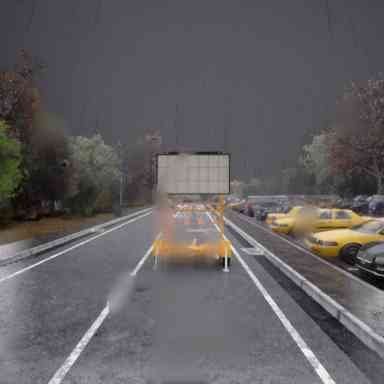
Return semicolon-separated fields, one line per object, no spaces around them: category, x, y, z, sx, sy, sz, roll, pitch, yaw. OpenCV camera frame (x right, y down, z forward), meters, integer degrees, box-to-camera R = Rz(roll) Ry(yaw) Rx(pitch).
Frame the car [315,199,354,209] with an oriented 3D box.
car;20.244;1.684;47.419;4.674;1.452;2.002;0;0;0

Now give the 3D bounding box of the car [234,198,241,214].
car;7.032;1.606;33.617;4.792;1.488;2.163;0;0;0

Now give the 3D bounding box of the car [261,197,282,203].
car;20.516;2.147;86.177;5.008;1.535;2.097;0;-1;0

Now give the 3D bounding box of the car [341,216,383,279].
car;6.888;1.554;8.643;4.892;1.521;2.231;0;0;0

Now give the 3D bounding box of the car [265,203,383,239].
car;6.757;1.524;17.093;5.366;1.575;1.946;0;0;0

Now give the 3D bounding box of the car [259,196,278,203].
car;20.508;2.078;88.825;4.553;1.767;2.185;0;-1;0

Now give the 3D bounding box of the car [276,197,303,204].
car;20.405;1.788;69.435;5.008;1.535;2.097;0;-1;0

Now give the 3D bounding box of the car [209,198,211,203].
car;7.427;2.096;83.563;5.008;1.535;2.097;0;-1;0

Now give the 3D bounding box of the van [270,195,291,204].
van;20.577;1.740;77.747;4.442;1.987;1.878;0;-1;0

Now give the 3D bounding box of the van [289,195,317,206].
van;20.458;1.492;61.270;4.442;1.987;1.878;0;0;0

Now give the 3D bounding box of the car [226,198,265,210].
car;7.148;1.637;44.721;4.892;1.521;2.231;0;0;0

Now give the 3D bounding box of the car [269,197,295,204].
car;20.255;1.904;74.974;5.366;1.575;1.946;0;-1;0

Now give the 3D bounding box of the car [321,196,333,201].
car;20.215;1.628;44.524;5.008;1.535;2.097;0;0;0

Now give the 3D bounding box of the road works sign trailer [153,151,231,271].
road works sign trailer;0.052;0.483;10.952;2.380;3.560;2.880;0;0;3

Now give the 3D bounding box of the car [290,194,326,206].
car;20.293;1.452;58.501;5.566;2.045;2.435;0;0;0

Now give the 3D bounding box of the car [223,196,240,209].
car;6.936;1.618;41.946;5.366;1.575;1.946;0;0;0

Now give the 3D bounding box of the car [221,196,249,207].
car;7.190;1.570;55.826;4.553;1.767;2.185;0;0;0

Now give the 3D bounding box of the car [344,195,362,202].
car;20.132;1.333;36.215;5.566;2.045;2.435;0;0;0

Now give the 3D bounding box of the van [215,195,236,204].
van;7.225;1.632;72.467;4.442;1.987;1.878;0;-1;0

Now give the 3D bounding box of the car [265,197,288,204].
car;20.474;2.027;80.512;4.892;1.521;2.231;0;-1;0

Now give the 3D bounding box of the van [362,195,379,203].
van;20.024;1.343;33.446;4.442;1.987;1.878;0;0;0

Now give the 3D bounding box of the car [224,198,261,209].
car;7.155;1.652;47.497;4.892;1.521;2.231;0;0;0

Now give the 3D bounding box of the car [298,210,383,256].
car;6.716;1.540;11.420;5.366;1.575;1.946;0;0;0

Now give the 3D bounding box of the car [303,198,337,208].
car;20.278;1.713;52.834;4.674;1.452;2.002;0;0;0

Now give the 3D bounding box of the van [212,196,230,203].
van;7.558;1.930;86.343;4.442;1.987;1.878;0;-1;0

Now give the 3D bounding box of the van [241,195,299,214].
van;7.158;1.336;30.841;4.442;1.987;1.878;0;0;0

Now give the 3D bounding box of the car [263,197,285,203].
car;20.495;2.085;83.282;5.008;1.535;2.097;0;-1;0

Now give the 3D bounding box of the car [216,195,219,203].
car;7.236;1.710;58.601;5.008;1.535;2.097;0;0;0

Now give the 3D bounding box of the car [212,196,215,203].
car;7.330;1.503;66.931;5.566;2.045;2.435;0;0;0

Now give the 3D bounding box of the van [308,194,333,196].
van;20.378;1.433;50.190;4.442;1.987;1.878;0;0;0

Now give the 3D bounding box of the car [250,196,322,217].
car;7.033;1.409;25.291;4.553;1.767;2.185;0;0;0

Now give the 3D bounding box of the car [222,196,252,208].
car;7.170;1.555;53.050;4.553;1.767;2.185;0;0;0

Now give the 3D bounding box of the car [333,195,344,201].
car;20.152;1.347;38.985;5.566;2.045;2.435;0;0;0

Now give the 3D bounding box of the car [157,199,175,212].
car;-3.152;1.623;40.819;1.837;1.490;4.892;0;0;0

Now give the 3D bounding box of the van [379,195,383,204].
van;20.237;1.328;30.674;4.442;1.987;1.878;0;0;0

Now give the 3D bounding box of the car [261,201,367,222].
car;7.147;1.520;19.743;5.366;1.575;1.946;0;0;0

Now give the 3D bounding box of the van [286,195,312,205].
van;20.477;1.506;63.915;4.442;1.987;1.878;0;0;0

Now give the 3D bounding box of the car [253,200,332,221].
car;6.976;1.527;22.512;4.892;1.521;2.231;0;0;0

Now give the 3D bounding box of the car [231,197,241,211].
car;7.052;1.621;36.393;4.792;1.488;2.163;0;0;0

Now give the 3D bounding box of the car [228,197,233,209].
car;7.073;1.636;39.169;4.792;1.488;2.163;0;0;0

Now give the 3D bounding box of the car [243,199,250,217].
car;7.051;1.577;28.064;4.792;1.488;2.163;0;0;0

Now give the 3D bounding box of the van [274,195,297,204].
van;20.303;1.622;72.210;4.442;1.987;1.878;0;-1;0

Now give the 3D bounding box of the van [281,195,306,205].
van;20.264;1.522;66.820;4.442;1.987;1.878;0;-1;0

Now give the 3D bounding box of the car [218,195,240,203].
car;6.996;1.663;50.274;5.366;1.575;1.946;0;0;0
